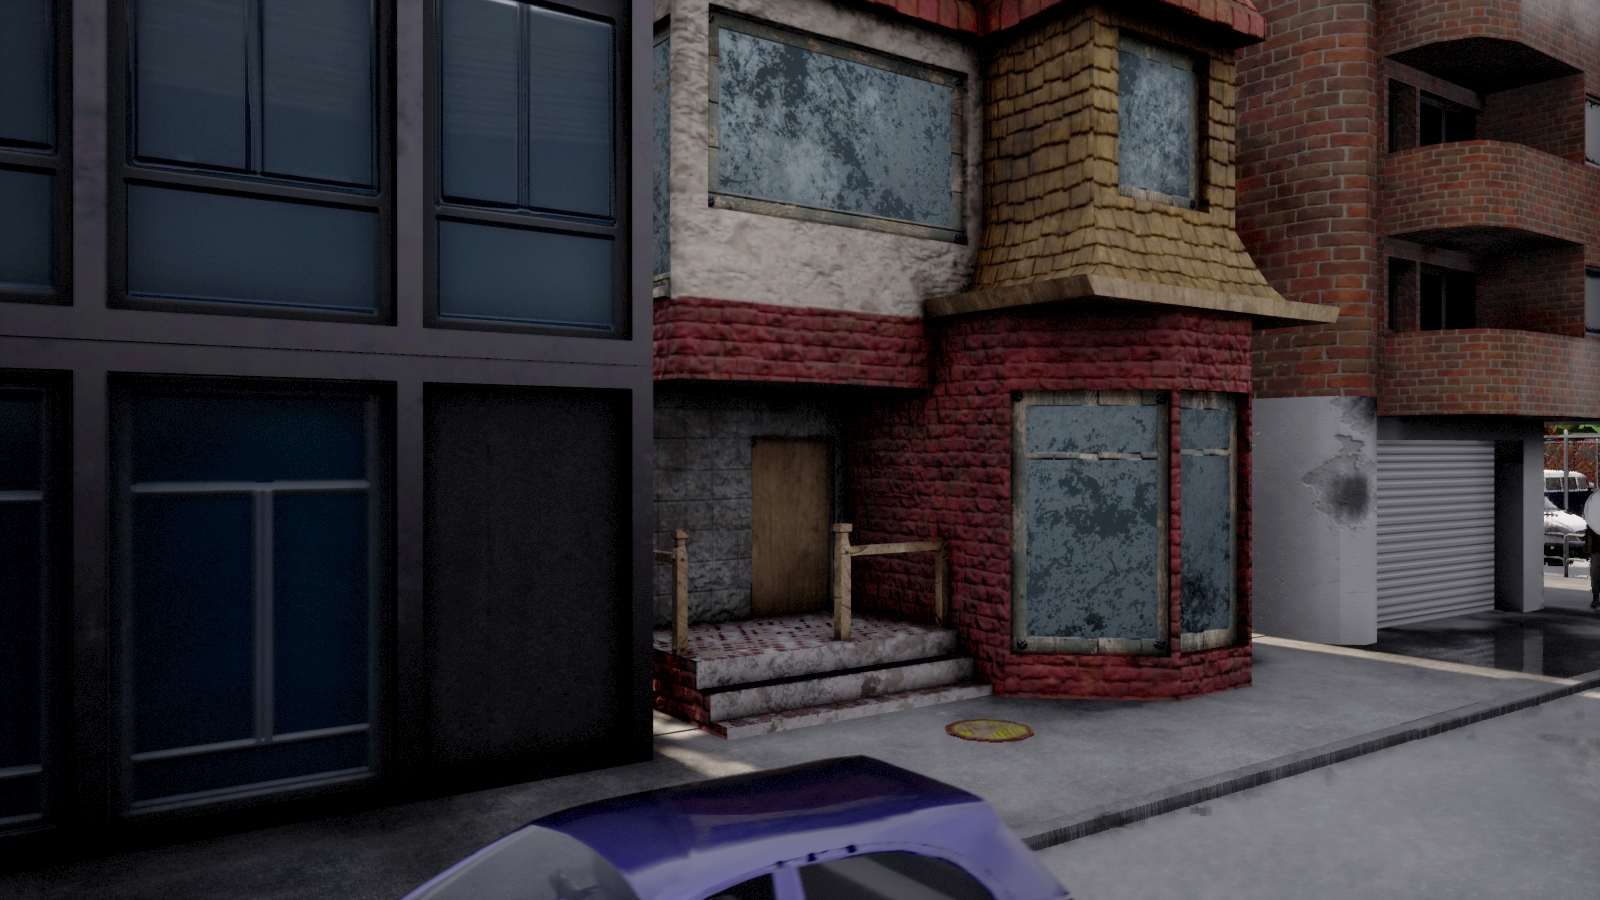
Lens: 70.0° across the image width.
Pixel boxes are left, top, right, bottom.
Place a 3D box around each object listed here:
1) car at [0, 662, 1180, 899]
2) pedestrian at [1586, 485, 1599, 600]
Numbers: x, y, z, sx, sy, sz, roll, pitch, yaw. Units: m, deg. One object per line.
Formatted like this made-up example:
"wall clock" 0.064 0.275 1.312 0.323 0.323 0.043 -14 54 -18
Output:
"car" -0.616 1.816 3.920 3.633 1.501 1.845 0 0 -35
"pedestrian" 13.163 1.507 18.739 0.375 1.860 0.375 0 0 -41
